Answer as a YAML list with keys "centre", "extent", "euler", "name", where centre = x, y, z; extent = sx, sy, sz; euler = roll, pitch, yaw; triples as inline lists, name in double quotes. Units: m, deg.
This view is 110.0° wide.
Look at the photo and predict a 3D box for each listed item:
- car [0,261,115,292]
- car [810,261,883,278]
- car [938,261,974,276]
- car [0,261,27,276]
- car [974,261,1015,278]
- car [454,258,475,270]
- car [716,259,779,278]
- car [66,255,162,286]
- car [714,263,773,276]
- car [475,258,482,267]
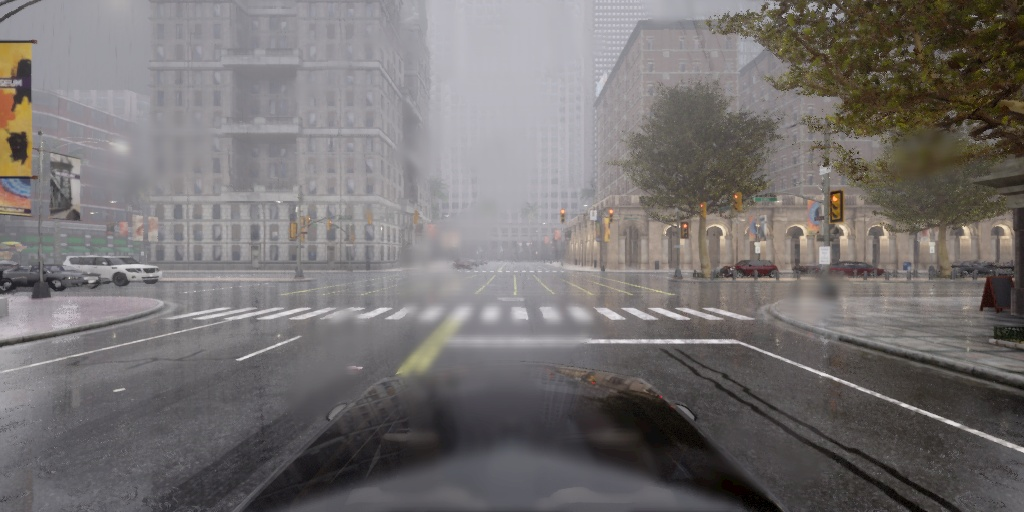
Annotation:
- centre: [-27.066, 1.242, 21.030]
  extent: [4.902, 1.511, 2.128]
  euler: [0, 0, 0]
  name: "car"
- centre: [30.373, 1.351, 32.442]
  extent: [4.718, 1.301, 1.895]
  euler: [0, 0, 0]
  name: "car"
- centre: [45.710, 1.242, 35.847]
  extent: [4.902, 1.511, 2.128]
  euler: [0, 0, 1]
  name: "car"
- centre: [-52.547, 1.255, 36.911]
  extent: [4.892, 1.490, 1.837]
  euler: [0, 0, 20]
  name: "car"
- centre: [45.807, 1.240, 32.348]
  extent: [4.902, 1.511, 2.128]
  euler: [0, 0, 1]
  name: "car"
- centre: [-7.127, 1.102, 52.449]
  extent: [2.097, 1.767, 4.553]
  euler: [0, 0, 0]
  name: "car"
- centre: [21.385, 1.102, 32.485]
  extent: [4.553, 1.767, 2.097]
  euler: [0, 0, 0]
  name: "car"
- centre: [-27.387, 0.971, 24.547]
  extent: [5.566, 2.045, 2.150]
  euler: [0, 0, 2]
  name: "car"
- centre: [23.146, 1.351, 35.977]
  extent: [4.718, 1.301, 1.895]
  euler: [0, 0, 0]
  name: "car"
- centre: [-7.091, 1.227, 64.959]
  extent: [1.882, 1.535, 5.008]
  euler: [0, 0, 1]
  name: "car"
